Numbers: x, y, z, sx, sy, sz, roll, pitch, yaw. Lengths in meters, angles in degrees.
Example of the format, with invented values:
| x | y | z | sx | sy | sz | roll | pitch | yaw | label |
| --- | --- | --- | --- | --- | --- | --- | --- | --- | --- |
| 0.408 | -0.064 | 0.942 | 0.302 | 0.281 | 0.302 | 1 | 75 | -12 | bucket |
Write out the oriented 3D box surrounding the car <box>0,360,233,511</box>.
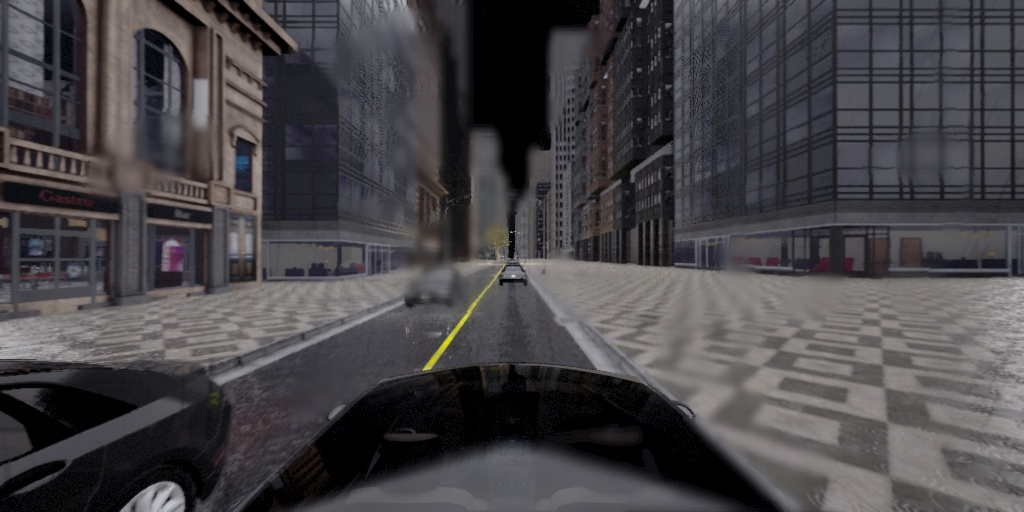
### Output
| x | y | z | sx | sy | sz | roll | pitch | yaw | label |
| --- | --- | --- | --- | --- | --- | --- | --- | --- | --- |
| -3.083 | 1.256 | 0.744 | 1.837 | 1.490 | 4.892 | 0 | 0 | 0 | car |

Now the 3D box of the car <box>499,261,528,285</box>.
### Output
| x | y | z | sx | sy | sz | roll | pitch | yaw | label |
| --- | --- | --- | --- | --- | --- | --- | --- | --- | --- |
| 0.091 | 1.310 | 25.979 | 1.994 | 1.385 | 4.181 | 0 | 0 | 0 | car |

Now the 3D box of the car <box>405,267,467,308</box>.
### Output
| x | y | z | sx | sy | sz | roll | pitch | yaw | label |
| --- | --- | --- | --- | --- | --- | --- | --- | --- | --- |
| -3.056 | 1.256 | 15.214 | 1.837 | 1.490 | 4.892 | 0 | -1 | 0 | car |
